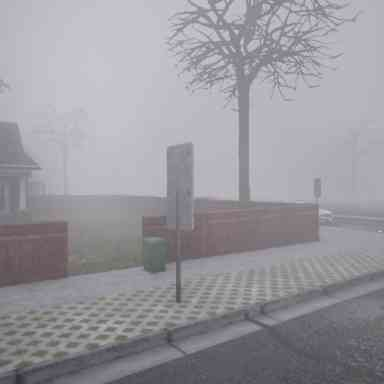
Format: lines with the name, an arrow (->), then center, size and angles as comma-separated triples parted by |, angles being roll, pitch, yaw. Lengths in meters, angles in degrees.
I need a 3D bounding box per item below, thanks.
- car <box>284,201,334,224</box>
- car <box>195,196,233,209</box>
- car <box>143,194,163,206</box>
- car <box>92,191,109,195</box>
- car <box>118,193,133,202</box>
car -> 7.164, 1.334, 22.442 | 1.812, 1.442, 4.674 | 0, 1, -36
car -> 1.656, 1.140, 30.062 | 1.882, 1.535, 5.008 | 0, 1, -36
car -> -4.761, 1.017, 38.951 | 1.812, 1.442, 4.674 | 0, 1, -36
car -> -16.732, 0.593, 60.521 | 1.837, 1.490, 4.892 | 0, 1, -36
car -> -10.849, 0.815, 52.370 | 1.994, 1.385, 4.181 | 0, 1, -34
